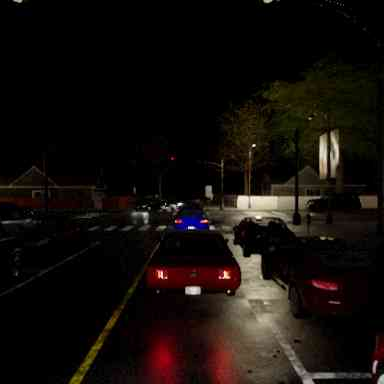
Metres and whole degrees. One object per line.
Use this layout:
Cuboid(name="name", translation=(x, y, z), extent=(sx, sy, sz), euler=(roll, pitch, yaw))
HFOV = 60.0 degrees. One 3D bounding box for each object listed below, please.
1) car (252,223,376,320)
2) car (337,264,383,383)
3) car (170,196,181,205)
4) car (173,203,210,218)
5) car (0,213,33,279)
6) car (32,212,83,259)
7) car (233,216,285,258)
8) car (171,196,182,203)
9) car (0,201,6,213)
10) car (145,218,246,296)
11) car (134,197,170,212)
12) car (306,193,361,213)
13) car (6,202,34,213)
Cuboid(name="car", translation=(2.625, 1.580, 7.066), extent=(1.802, 1.307, 4.206), euler=(0, 0, 0))
Cuboid(name="car", translation=(2.638, 1.544, 1.548), extent=(1.887, 1.381, 4.507), euler=(0, 0, 0))
Cuboid(name="car", translation=(-3.251, 1.558, 54.168), extent=(2.033, 1.411, 5.357), euler=(0, 0, 0))
Cuboid(name="car", translation=(-0.039, 1.520, 17.651), extent=(1.812, 1.442, 4.674), euler=(0, 0, 0))
Cuboid(name="car", translation=(-5.401, 1.438, 7.045), extent=(1.967, 1.590, 4.097), euler=(0, 0, 0))
Cuboid(name="car", translation=(-5.414, 1.578, 12.564), extent=(1.802, 1.307, 4.206), euler=(0, 0, 0))
Cuboid(name="car", translation=(2.611, 1.562, 12.585), extent=(1.947, 1.339, 4.313), euler=(0, 0, 0))
Cuboid(name="car", translation=(-3.237, 1.550, 69.676), extent=(2.128, 1.511, 4.902), euler=(0, 0, 0))
Cuboid(name="car", translation=(-17.451, 1.595, 25.597), extent=(4.892, 1.490, 1.837), euler=(0, 0, 3))
Cuboid(name="car", translation=(0.036, 1.598, 8.594), extent=(1.895, 1.301, 4.718), euler=(0, 0, 0))
Cuboid(name="car", translation=(-5.012, 1.497, 39.740), extent=(1.837, 1.490, 4.892), euler=(2, 1, 26))
Cuboid(name="car", translation=(15.111, 1.111, 35.587), extent=(5.566, 2.045, 2.150), euler=(0, 0, 0))
Cuboid(name="car", translation=(-16.298, 1.586, 28.838), extent=(4.892, 1.490, 1.837), euler=(0, 0, -1))
